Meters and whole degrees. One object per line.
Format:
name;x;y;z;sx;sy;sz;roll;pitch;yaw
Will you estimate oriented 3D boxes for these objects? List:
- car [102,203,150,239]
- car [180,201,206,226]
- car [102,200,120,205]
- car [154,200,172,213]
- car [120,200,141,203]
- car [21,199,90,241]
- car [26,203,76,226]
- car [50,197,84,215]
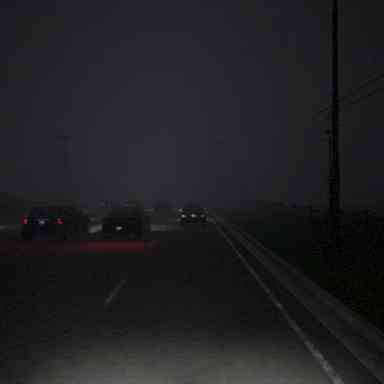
car;-3.419;1.559;18.030;1.882;1.535;5.008;0;0;0
car;0.074;1.657;24.623;2.033;1.411;5.357;0;0;0
car;-10.447;1.759;43.767;1.994;1.385;4.181;0;0;0
car;-3.442;1.657;40.097;1.882;1.535;5.008;0;0;0
car;-6.943;1.683;40.027;1.837;1.490;4.892;0;0;0
car;-6.917;1.431;17.424;2.097;1.767;4.553;0;0;0
car;-10.427;1.638;25.036;1.812;1.442;4.674;0;0;0
car;-13.940;1.521;37.464;2.097;1.767;4.553;0;0;0
